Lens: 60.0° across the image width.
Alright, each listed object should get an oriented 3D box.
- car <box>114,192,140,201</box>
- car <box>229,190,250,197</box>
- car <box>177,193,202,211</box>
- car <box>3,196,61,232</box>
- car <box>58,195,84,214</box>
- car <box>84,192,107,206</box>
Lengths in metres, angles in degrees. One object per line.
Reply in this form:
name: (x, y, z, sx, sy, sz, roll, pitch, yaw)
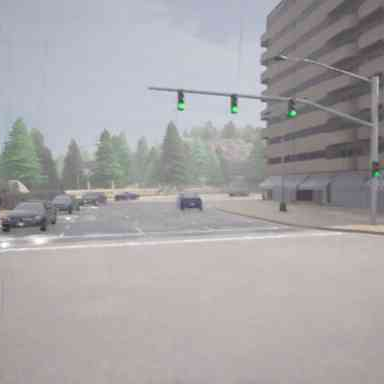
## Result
car: (-9.232, 0.614, 47.430, 1.895, 1.301, 4.718, 0, 1, 15)
car: (8.847, 0.227, 62.387, 4.181, 1.385, 1.994, -1, 2, -38)
car: (-0.305, 0.823, 30.410, 1.882, 1.535, 5.008, -1, 1, -8)
car: (-8.380, 1.157, 17.524, 1.812, 1.442, 4.674, 0, 1, -13)
car: (-10.444, 0.961, 27.228, 1.812, 1.442, 4.674, 0, 1, -8)
car: (-11.055, 0.730, 37.404, 1.837, 1.490, 4.892, 0, 1, 4)
